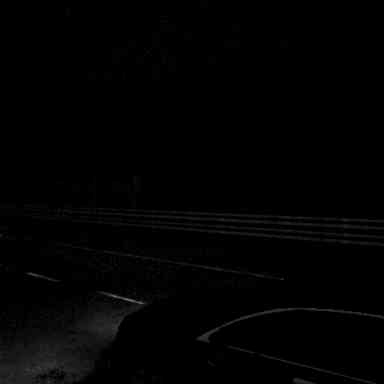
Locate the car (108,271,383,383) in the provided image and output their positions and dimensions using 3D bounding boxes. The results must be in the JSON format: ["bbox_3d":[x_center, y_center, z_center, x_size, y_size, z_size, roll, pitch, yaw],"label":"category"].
[{"bbox_3d":[1.337,1.509,2.917,4.892,1.490,1.837,0,0,36],"label":"car"}]
